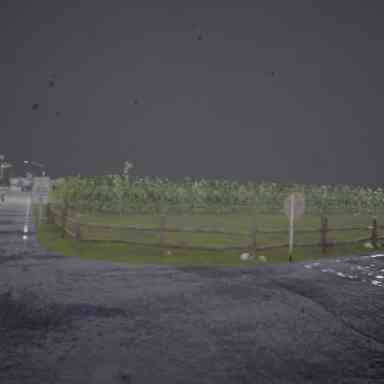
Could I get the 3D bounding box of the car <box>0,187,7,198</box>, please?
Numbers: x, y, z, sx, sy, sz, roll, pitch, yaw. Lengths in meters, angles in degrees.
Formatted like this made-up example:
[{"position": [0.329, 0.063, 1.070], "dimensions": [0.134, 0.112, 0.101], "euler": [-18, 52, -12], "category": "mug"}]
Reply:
[{"position": [-28.225, 0.289, 48.234], "dimensions": [2.150, 2.045, 5.566], "euler": [2, 0, -26], "category": "car"}]
